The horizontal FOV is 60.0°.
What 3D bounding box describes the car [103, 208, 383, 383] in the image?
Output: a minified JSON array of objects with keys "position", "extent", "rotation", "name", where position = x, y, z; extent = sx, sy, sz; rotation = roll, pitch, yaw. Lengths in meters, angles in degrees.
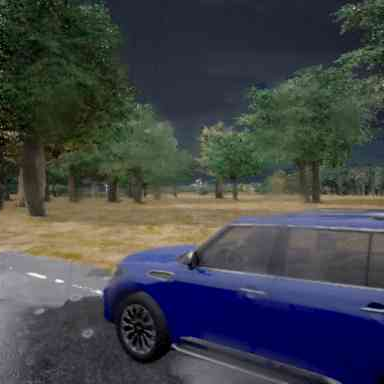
[{"position":[1.310,1.233,4.220],"extent":[5.566,2.045,2.150],"rotation":[0,0,36],"name":"car"}]
